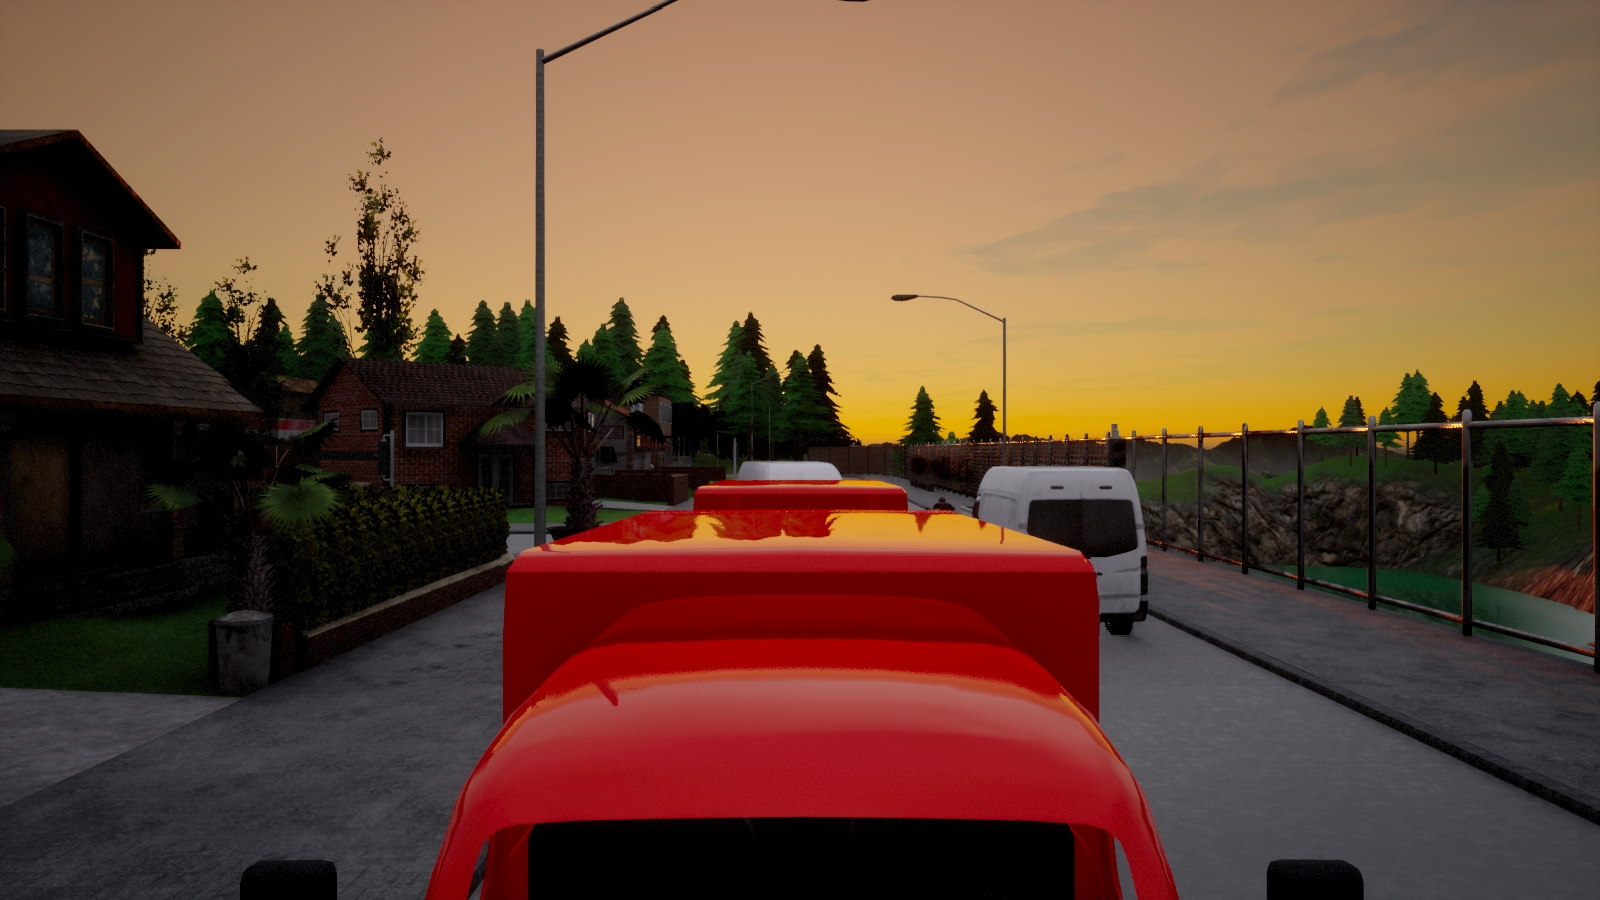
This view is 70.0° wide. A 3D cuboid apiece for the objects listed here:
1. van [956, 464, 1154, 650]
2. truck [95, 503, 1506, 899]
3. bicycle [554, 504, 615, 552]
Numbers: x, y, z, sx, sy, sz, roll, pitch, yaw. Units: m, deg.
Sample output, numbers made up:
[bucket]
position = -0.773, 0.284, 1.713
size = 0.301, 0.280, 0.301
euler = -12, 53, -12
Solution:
[van]
position = 3.995, 1.542, 19.078
size = 1.988, 2.561, 5.915
euler = 0, 0, 0
[truck]
position = -0.001, 1.570, 4.728
size = 2.627, 2.467, 5.204
euler = 0, 0, 0
[bicycle]
position = -6.027, 2.170, 32.019
size = 1.487, 1.276, 0.859
euler = 0, 0, 8
